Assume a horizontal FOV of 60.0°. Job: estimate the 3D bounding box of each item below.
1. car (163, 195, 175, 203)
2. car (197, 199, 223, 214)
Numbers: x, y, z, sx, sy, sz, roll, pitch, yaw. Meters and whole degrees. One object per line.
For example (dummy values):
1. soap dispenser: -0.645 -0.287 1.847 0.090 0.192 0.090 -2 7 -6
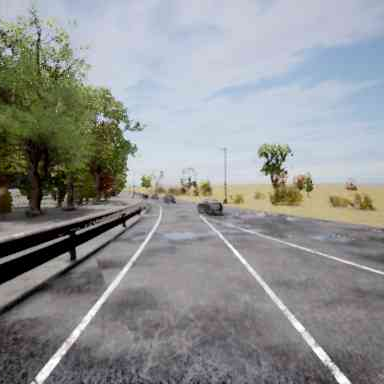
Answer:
1. car: -4.660 1.345 66.766 2.097 1.767 4.553 0 0 -11
2. car: 1.823 1.457 34.428 2.128 1.511 4.902 0 0 -11
